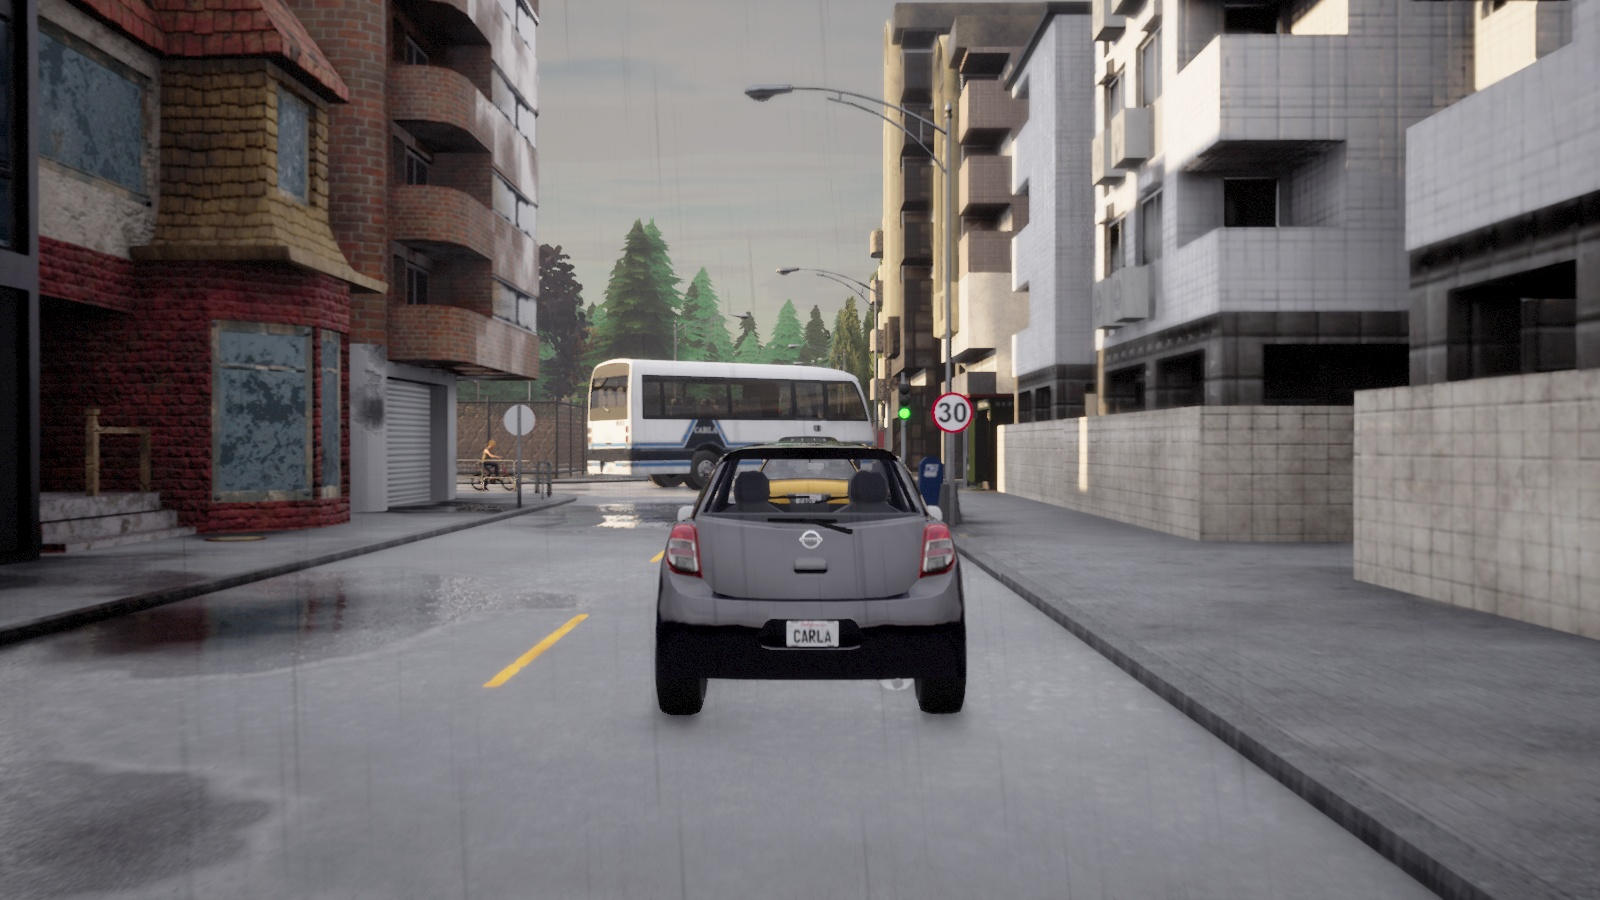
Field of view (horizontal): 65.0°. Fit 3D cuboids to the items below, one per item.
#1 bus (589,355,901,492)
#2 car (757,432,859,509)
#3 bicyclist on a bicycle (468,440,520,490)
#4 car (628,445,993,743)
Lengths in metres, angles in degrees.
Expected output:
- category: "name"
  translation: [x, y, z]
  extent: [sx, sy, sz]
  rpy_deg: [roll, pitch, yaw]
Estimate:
- category: "bus"
  translation: [-1.730, -0.851, 43.508]
  extent: [10.273, 4.253, 3.944]
  rpy_deg: [0, 0, -35]
- category: "car"
  translation: [0.189, 0.444, 29.758]
  extent: [2.242, 1.667, 4.611]
  rpy_deg: [0, 0, 0]
- category: "bicyclist on a bicycle"
  translation: [-9.848, 0.478, 40.406]
  extent: [1.509, 1.612, 0.866]
  rpy_deg: [0, 0, -5]
- category: "car"
  translation: [0.063, 0.721, 8.173]
  extent: [1.845, 1.501, 3.633]
  rpy_deg: [0, 0, 0]
